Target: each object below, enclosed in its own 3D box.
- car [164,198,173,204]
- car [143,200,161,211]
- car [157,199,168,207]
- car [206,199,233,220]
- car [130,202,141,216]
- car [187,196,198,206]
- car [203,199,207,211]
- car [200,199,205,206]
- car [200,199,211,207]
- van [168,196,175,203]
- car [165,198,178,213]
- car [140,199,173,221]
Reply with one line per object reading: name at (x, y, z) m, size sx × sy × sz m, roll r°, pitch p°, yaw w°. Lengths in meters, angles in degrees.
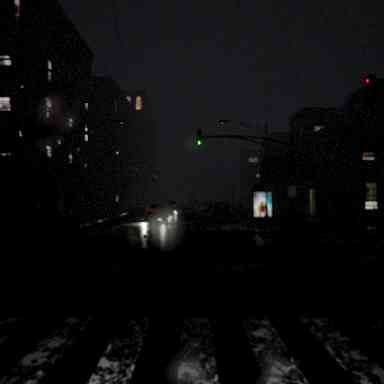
car at (-5.717, 2.240, 82.165) m, size 1.752 × 1.417 × 4.829 m, roll -1°, pitch -1°, yaw 0°
car at (-5.708, 1.951, 48.157) m, size 2.008 × 1.369 × 4.403 m, roll 0°, pitch -1°, yaw 0°
car at (-5.712, 2.079, 65.076) m, size 1.752 × 1.417 × 4.829 m, roll 0°, pitch -1°, yaw 0°
car at (2.676, 1.691, 31.082) m, size 1.967 × 1.590 × 4.097 m, roll 0°, pitch 0°, yaw 0°
car at (-5.705, 1.851, 36.764) m, size 2.008 × 1.369 × 4.403 m, roll 0°, pitch 0°, yaw 0°
car at (0.072, 1.820, 69.895) m, size 2.150 × 2.045 × 5.566 m, roll 0°, pitch -1°, yaw 0°
car at (2.674, 1.932, 42.474) m, size 1.802 × 1.307 × 4.206 m, roll 0°, pitch -1°, yaw 0°
car at (2.672, 1.951, 48.172) m, size 2.008 × 1.369 × 4.403 m, roll 0°, pitch -1°, yaw 0°
car at (2.668, 2.106, 65.261) m, size 2.008 × 1.369 × 4.403 m, roll -1°, pitch -1°, yaw 0°
van at (-5.722, 2.168, 93.729) m, size 1.690 × 1.788 × 3.998 m, roll -1°, pitch -1°, yaw 0°
car at (-3.108, 1.820, 39.915) m, size 2.128 × 1.511 × 4.902 m, roll 0°, pitch -1°, yaw 0°
car at (-3.099, 1.721, 30.092) m, size 1.882 × 1.535 × 5.008 m, roll 0°, pitch 0°, yaw 1°
